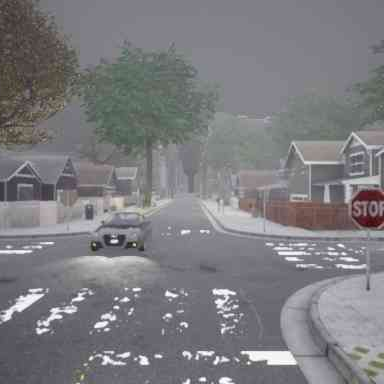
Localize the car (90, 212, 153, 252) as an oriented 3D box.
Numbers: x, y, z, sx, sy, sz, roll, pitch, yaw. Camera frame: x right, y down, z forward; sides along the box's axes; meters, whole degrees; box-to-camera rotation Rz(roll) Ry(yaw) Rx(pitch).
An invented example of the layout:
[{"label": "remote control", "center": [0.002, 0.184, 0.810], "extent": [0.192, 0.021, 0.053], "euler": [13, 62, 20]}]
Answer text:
[{"label": "car", "center": [-2.745, 1.552, 13.757], "extent": [1.994, 1.385, 4.181], "euler": [0, 0, 0]}]
